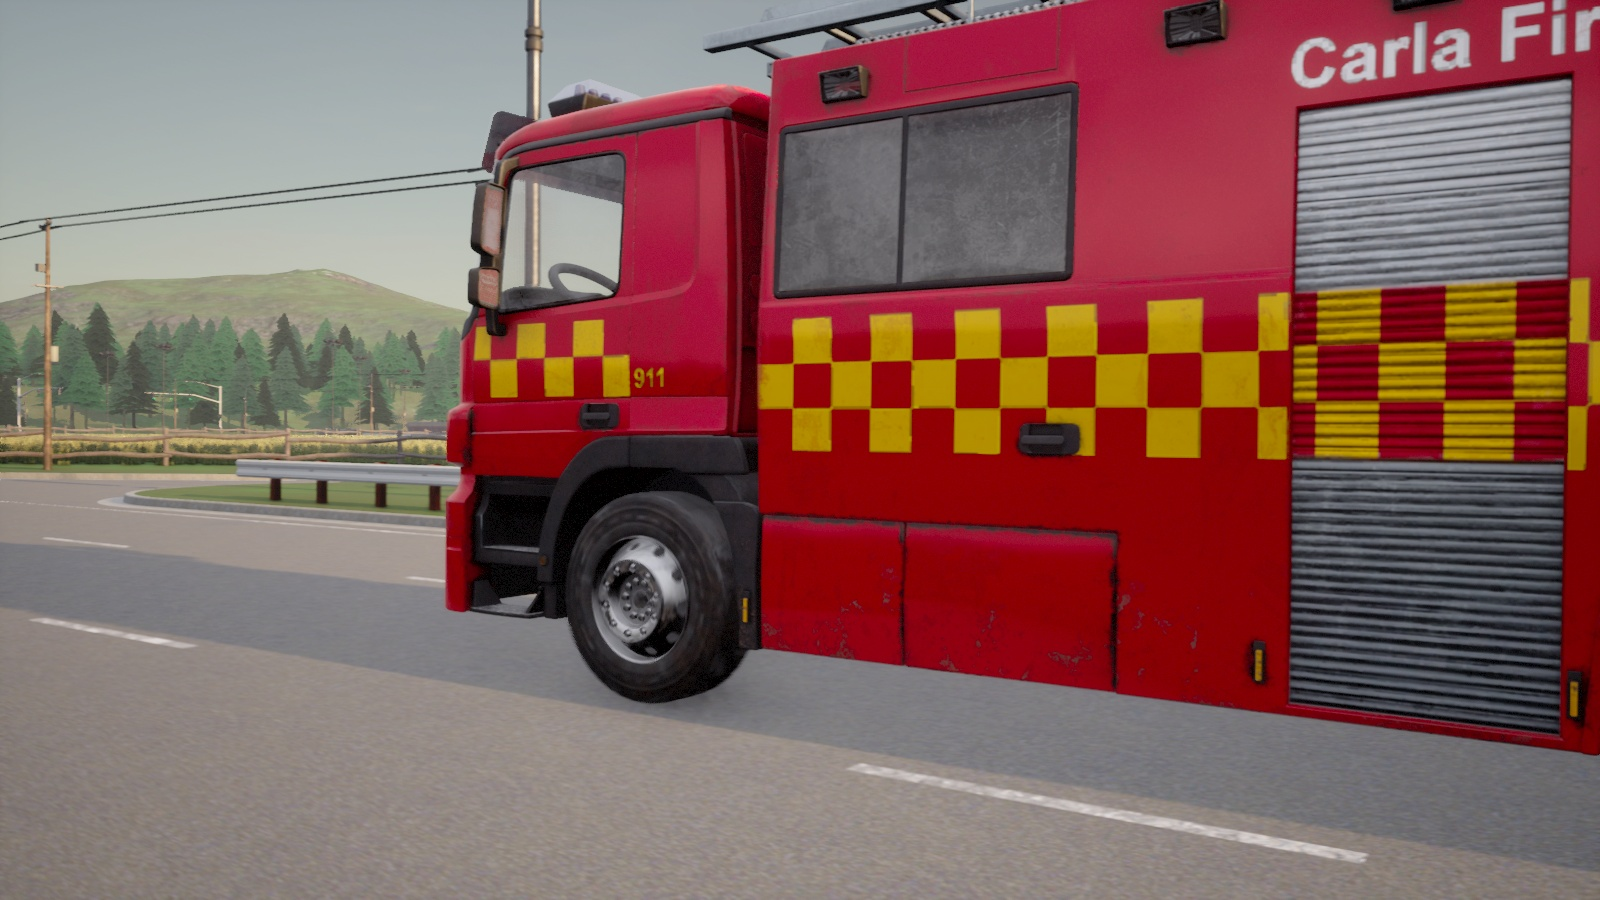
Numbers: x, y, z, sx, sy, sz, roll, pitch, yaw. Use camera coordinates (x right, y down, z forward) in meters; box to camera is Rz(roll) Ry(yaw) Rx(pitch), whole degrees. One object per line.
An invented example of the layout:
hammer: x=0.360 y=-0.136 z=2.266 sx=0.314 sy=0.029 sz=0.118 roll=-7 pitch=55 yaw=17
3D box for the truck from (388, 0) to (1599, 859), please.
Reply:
truck: x=1.817 y=-0.540 z=6.595 sx=8.468 sy=3.827 sz=2.891 roll=0 pitch=1 yaw=34
